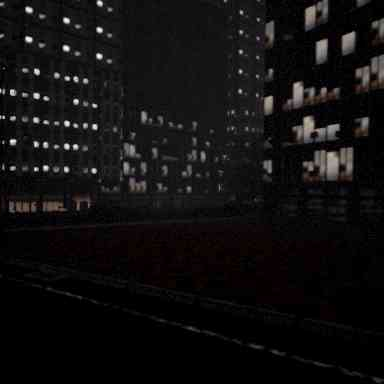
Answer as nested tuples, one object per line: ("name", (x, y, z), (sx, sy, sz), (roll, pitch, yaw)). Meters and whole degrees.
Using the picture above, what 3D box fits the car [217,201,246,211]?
("car", (6.343, 2.181, 52.790), (4.313, 1.339, 1.947), (0, 1, -34))

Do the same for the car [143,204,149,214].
("car", (-7.691, 2.099, 43.183), (4.403, 1.369, 2.008), (0, 1, -34))

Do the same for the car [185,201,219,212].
("car", (1.525, 2.117, 49.491), (4.829, 1.417, 1.752), (0, 1, -34))

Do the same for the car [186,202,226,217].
("car", (1.438, 2.232, 39.883), (4.507, 1.381, 1.887), (0, 1, -34))

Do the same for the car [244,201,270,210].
("car", (11.020, 2.219, 55.993), (4.206, 1.307, 1.802), (0, 1, -34))

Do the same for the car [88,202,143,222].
("car", (-7.914, 1.958, 33.475), (5.009, 1.841, 2.192), (0, 1, -34))

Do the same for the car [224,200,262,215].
("car", (6.119, 2.024, 43.083), (5.009, 1.841, 2.192), (0, 1, -34))
